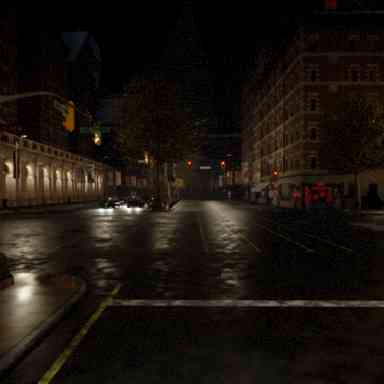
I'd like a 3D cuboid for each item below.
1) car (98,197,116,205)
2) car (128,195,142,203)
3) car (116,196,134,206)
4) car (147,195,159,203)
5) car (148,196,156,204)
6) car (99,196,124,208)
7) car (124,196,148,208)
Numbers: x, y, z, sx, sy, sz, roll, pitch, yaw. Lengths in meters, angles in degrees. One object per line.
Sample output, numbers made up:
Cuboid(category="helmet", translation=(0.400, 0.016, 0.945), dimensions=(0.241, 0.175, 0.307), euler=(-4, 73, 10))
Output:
Cuboid(category="car", translation=(-14.714, 1.590, 57.804), dimensions=(1.895, 1.301, 4.718), euler=(0, 0, 0))
Cuboid(category="car", translation=(-11.458, 1.486, 67.318), dimensions=(2.128, 1.511, 4.902), euler=(0, 0, 0))
Cuboid(category="car", translation=(-11.465, 1.487, 57.242), dimensions=(2.128, 1.511, 4.902), euler=(0, 0, 0))
Cuboid(category="car", translation=(-7.958, 1.472, 68.146), dimensions=(1.882, 1.535, 5.008), euler=(0, 0, 0))
Cuboid(category="car", translation=(-7.964, 1.500, 57.805), dimensions=(1.837, 1.490, 4.892), euler=(0, 0, 0))
Cuboid(category="car", translation=(-11.491, 1.488, 47.250), dimensions=(2.128, 1.511, 4.902), euler=(0, 0, 0))
Cuboid(category="car", translation=(-7.990, 1.560, 47.620), dimensions=(1.994, 1.385, 4.181), euler=(0, 0, 1))
